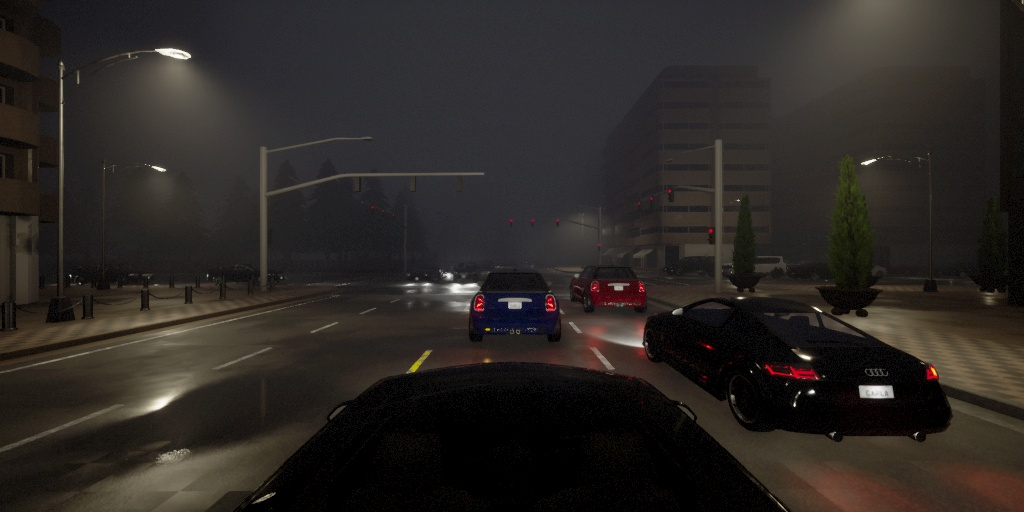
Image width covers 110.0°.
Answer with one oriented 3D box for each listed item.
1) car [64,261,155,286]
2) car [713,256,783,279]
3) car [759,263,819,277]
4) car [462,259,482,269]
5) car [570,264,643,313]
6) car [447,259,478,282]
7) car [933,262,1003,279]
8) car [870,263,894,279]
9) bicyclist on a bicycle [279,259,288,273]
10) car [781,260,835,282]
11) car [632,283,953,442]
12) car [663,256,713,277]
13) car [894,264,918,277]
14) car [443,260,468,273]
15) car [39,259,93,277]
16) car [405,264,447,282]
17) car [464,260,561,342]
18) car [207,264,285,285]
[{"bbox_3d":[-28.532,1.297,25.684,4.902,1.511,2.128,0,0,0],"label":"car"},{"bbox_3d":[22.165,1.027,33.085,5.566,2.045,2.150,0,0,0],"label":"car"},{"bbox_3d":[28.178,1.406,36.607,4.718,1.301,1.895,0,0,0],"label":"car"},{"bbox_3d":[-6.296,1.239,57.339,2.128,1.511,4.902,0,0,8],"label":"car"},{"bbox_3d":[3.604,1.102,14.198,2.097,1.767,4.553,0,0,0],"label":"car"},{"bbox_3d":[-3.555,1.263,28.897,2.128,1.511,4.902,0,0,0],"label":"car"},{"bbox_3d":[42.127,1.283,33.143,5.008,1.535,1.882,0,0,0],"label":"car"},{"bbox_3d":[31.802,1.331,33.118,4.674,1.442,1.812,0,0,0],"label":"car"},{"bbox_3d":[-25.615,1.106,40.178,0.582,1.620,1.656,0,0,0],"label":"bicyclist on a bicycle"},{"bbox_3d":[25.508,1.283,29.405,5.008,1.535,1.882,0,0,0],"label":"car"},{"bbox_3d":[3.606,1.314,5.557,1.994,1.385,4.181,0,0,0],"label":"car"},{"bbox_3d":[18.418,1.027,36.569,5.566,2.045,2.150,0,0,0],"label":"car"},{"bbox_3d":[38.224,1.406,36.638,4.718,1.301,1.895,0,0,0],"label":"car"},{"bbox_3d":[-6.940,1.241,44.534,2.128,1.511,4.902,0,0,1],"label":"car"},{"bbox_3d":[-44.820,1.158,36.318,4.553,1.767,2.097,0,0,0],"label":"car"},{"bbox_3d":[-7.049,1.320,29.266,2.033,1.411,5.357,0,0,0],"label":"car"},{"bbox_3d":[0.082,1.102,9.970,2.097,1.767,4.553,0,0,0],"label":"car"},{"bbox_3d":[-18.998,1.297,25.721,4.902,1.511,2.128,0,0,0],"label":"car"}]
